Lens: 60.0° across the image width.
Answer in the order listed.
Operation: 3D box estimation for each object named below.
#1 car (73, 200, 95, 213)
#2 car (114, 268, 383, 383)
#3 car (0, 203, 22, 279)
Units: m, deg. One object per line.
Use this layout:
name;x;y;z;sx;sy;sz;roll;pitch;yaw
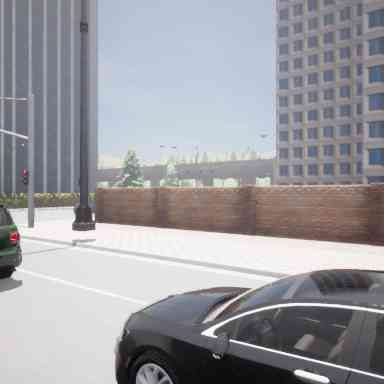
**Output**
car;-10.296;1.564;34.976;1.994;1.385;4.181;0;0;35
car;1.377;1.505;3.009;4.892;1.490;1.837;0;0;35
car;-6.706;1.221;8.745;5.566;2.045;2.150;0;0;35
